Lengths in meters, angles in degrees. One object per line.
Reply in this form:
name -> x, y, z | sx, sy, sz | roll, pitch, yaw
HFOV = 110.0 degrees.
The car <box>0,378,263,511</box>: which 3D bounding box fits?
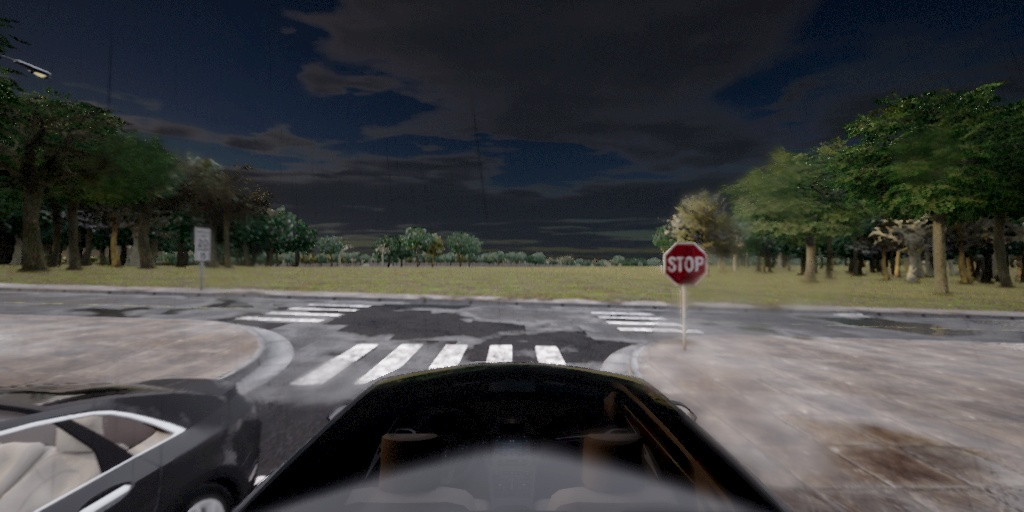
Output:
car -> -2.638, 1.292, 0.795 | 2.007, 1.370, 4.403 | 0, 0, 0
